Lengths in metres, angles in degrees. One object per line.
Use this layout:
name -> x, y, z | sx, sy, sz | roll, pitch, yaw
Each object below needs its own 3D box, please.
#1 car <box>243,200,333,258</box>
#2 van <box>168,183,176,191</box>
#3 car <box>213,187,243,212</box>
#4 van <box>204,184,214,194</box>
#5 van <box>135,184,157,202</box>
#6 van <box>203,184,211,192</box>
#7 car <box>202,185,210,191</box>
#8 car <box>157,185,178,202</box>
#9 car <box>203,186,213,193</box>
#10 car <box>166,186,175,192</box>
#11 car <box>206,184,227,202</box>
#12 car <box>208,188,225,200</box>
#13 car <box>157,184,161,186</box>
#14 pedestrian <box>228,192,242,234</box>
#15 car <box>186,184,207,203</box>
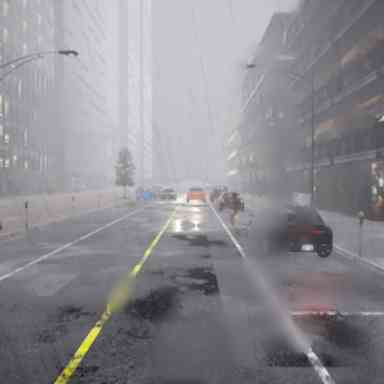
car -> 3.108, 1.164, 11.280 | 1.837, 1.490, 4.892 | 0, 2, 1
van -> -4.886, -1.211, 82.643 | 1.690, 1.788, 3.998 | 1, 2, 1
car -> 2.950, 0.648, 26.155 | 1.967, 1.590, 4.097 | 1, 2, 1
van -> 3.331, -0.673, 65.657 | 1.690, 1.788, 3.998 | 1, 2, 1
van -> -5.321, 0.199, 37.497 | 1.690, 1.788, 3.998 | 1, 2, 1
van -> 3.440, -1.027, 76.945 | 1.690, 1.788, 3.998 | 1, 2, 1
car -> 3.492, -0.966, 82.596 | 1.802, 1.307, 4.206 | 1, 2, 1
car -> -2.713, 0.312, 39.180 | 1.837, 1.490, 4.892 | 0, 2, 1
car -> 3.384, -0.640, 71.309 | 2.008, 1.369, 4.403 | 1, 2, 1
car -> -4.943, -0.792, 77.008 | 1.802, 1.307, 4.206 | 1, 2, 1
car -> 3.060, 0.178, 37.438 | 2.192, 1.841, 5.009 | 1, 2, 1
car -> 3.112, 0.234, 43.090 | 1.887, 1.381, 4.507 | 1, 2, 1
car -> -5.211, -0.175, 48.784 | 2.192, 1.841, 5.009 | 1, 2, 1
pedestrian -> 1.865, 0.862, 14.238 | 0.375, 1.860, 0.375 | 1, 1, 1
car -> 0.445, 0.208, 37.625 | 2.097, 1.767, 4.553 | 0, 2, 0
